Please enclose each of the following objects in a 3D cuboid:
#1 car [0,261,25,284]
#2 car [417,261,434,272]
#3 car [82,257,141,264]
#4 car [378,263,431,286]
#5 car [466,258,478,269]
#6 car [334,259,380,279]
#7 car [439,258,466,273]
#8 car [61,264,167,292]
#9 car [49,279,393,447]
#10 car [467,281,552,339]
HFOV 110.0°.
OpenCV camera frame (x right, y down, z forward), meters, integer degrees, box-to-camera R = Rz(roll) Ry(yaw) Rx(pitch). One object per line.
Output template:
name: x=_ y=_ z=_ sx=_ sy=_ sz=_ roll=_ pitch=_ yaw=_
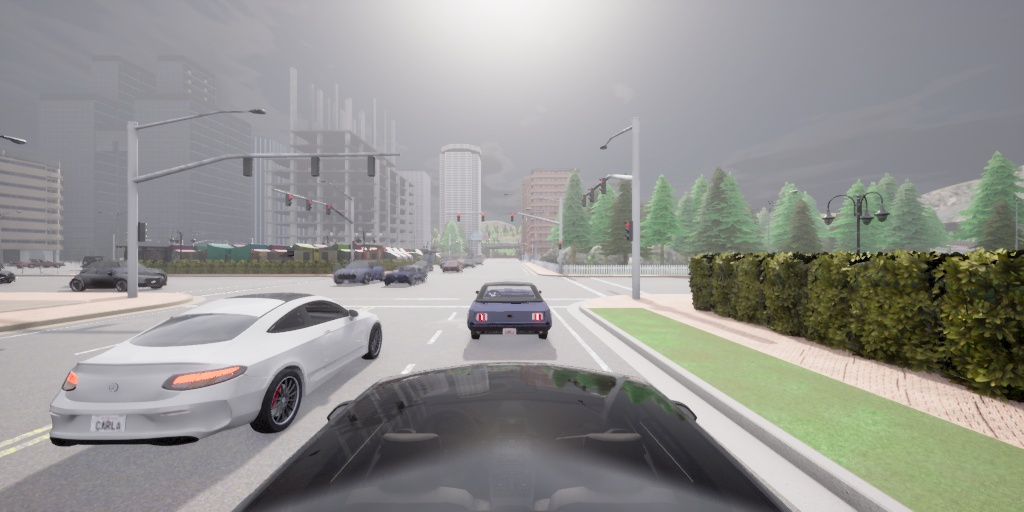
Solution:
car: x=-37.351 y=1.256 z=24.678 sx=4.892 sy=1.490 sz=1.837 roll=0 pitch=0 yaw=2
car: x=-10.624 y=1.297 z=42.541 sx=2.033 sy=1.411 sz=5.357 roll=0 pitch=0 yaw=1
car: x=-26.340 y=1.102 z=24.381 sx=4.553 sy=1.767 sz=2.097 roll=0 pitch=0 yaw=2
car: x=-7.362 y=1.351 z=25.084 sx=1.895 sy=1.301 sz=4.718 roll=0 pitch=0 yaw=1
car: x=-7.056 y=1.256 z=58.473 sx=1.837 sy=1.490 sz=4.892 roll=0 pitch=0 yaw=0
car: x=-10.851 y=1.102 z=25.803 sx=2.097 sy=1.767 sz=4.553 roll=0 pitch=0 yaw=1
car: x=-7.080 y=1.228 z=42.739 sx=1.882 sy=1.535 sz=5.008 roll=0 pitch=0 yaw=0
car: x=-22.720 y=1.314 z=20.782 sx=4.181 sy=1.385 sz=1.994 roll=0 pitch=0 yaw=1
car: x=-3.506 y=1.276 z=5.389 sx=1.812 sy=1.442 sz=4.674 roll=0 pitch=0 yaw=-1
car: x=-0.092 y=1.351 z=9.997 sx=1.895 sy=1.301 sz=4.718 roll=0 pitch=0 yaw=-1
